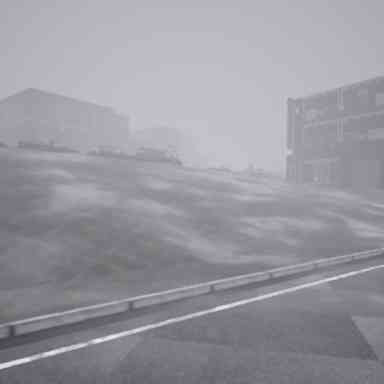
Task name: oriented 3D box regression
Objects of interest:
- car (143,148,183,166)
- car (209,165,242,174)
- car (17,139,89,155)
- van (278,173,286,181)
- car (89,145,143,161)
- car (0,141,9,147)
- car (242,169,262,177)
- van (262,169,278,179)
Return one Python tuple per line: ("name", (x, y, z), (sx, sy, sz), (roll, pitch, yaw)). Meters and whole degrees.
("car", (-3.408, -3.334, 34.639), (2.435, 2.045, 5.566), (0, -1, 44))
("car", (3.934, -2.667, 42.871), (2.002, 1.452, 4.674), (0, -2, 41))
("car", (-11.259, -3.374, 26.583), (4.892, 1.521, 2.231), (2, -1, -44))
("van", (14.485, -2.200, 55.875), (1.878, 1.987, 4.442), (1, -2, 38))
("car", (-7.288, -3.365, 30.585), (2.185, 1.767, 4.553), (0, -1, 45))
("car", (-15.163, -3.448, 22.822), (4.674, 1.452, 2.002), (2, -1, -43))
("car", (7.501, -2.447, 47.107), (2.002, 1.452, 4.674), (0, -2, 40))
("van", (11.094, -2.464, 51.503), (1.878, 1.987, 4.442), (0, -2, 39))
